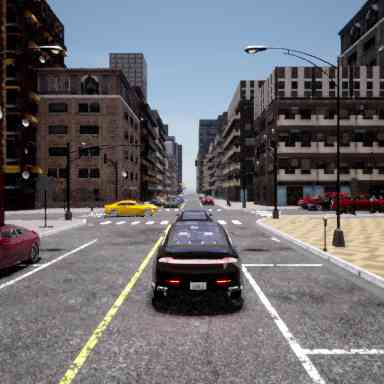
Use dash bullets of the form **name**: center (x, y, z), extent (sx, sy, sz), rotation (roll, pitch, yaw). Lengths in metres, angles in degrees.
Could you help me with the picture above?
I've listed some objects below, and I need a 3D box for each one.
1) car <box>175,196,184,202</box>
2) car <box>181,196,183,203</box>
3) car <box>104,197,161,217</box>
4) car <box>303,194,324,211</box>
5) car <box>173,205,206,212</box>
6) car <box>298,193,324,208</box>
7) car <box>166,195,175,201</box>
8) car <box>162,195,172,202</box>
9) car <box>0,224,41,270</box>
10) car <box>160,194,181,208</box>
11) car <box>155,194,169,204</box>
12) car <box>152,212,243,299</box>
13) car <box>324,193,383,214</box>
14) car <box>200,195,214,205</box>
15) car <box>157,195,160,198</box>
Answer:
- **car**: center (-2.902, 1.572, 79.098), extent (2.033, 1.411, 5.357), rotation (0, 0, 0)
- **car**: center (-3.008, 1.620, 58.161), extent (1.895, 1.301, 4.718), rotation (0, 0, 0)
- **car**: center (-5.778, 1.565, 31.649), extent (5.008, 1.535, 1.882), rotation (-1, 0, 0)
- **car**: center (14.610, 1.230, 35.001), extent (4.674, 1.442, 1.812), rotation (-1, 0, 0)
- **car**: center (0.120, 1.565, 17.078), extent (1.994, 1.385, 4.181), rotation (0, 0, 0)
- **car**: center (14.606, 1.015, 37.572), extent (5.009, 1.841, 2.192), rotation (-1, 1, 0)
- **car**: center (-5.585, 1.481, 85.377), extent (1.967, 1.590, 4.097), rotation (0, 0, 0)
- **car**: center (-5.599, 1.471, 74.011), extent (1.967, 1.590, 4.097), rotation (0, 0, 0)
- **car**: center (-5.730, 1.582, 9.258), extent (1.802, 1.307, 4.206), rotation (0, 0, 0)
- **car**: center (-3.006, 1.365, 48.229), extent (2.097, 1.767, 4.553), rotation (0, 0, 0)
- **car**: center (-5.613, 1.337, 62.646), extent (2.192, 1.841, 5.009), rotation (0, 0, 0)
- **car**: center (0.113, 1.491, 8.463), extent (2.128, 1.511, 4.902), rotation (0, 0, 0)
- **car**: center (14.730, 1.029, 29.193), extent (5.009, 1.841, 2.192), rotation (-1, 1, 0)
- **car**: center (2.760, 1.458, 56.955), extent (1.967, 1.590, 4.097), rotation (0, 0, 0)
- **car**: center (-5.627, 1.581, 51.281), extent (1.947, 1.339, 4.313), rotation (0, 0, 0)
